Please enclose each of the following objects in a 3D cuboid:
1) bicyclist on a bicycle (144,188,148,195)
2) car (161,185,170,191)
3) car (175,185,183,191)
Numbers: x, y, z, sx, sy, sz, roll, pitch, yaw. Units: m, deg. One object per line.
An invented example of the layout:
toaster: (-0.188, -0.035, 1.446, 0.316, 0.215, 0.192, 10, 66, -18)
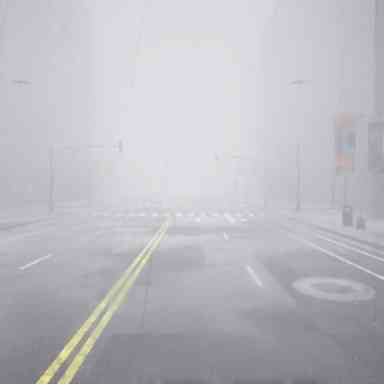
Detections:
bicyclist on a bicycle: (-8.739, -0.013, 63.893, 0.866, 1.612, 1.509, 0, 2, 0)
car: (-6.504, -1.017, 82.254, 1.812, 1.442, 4.674, 0, 2, 0)
car: (-3.253, -1.016, 82.254, 2.128, 1.511, 4.902, 0, 2, 0)
